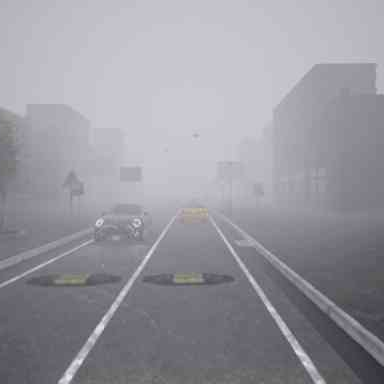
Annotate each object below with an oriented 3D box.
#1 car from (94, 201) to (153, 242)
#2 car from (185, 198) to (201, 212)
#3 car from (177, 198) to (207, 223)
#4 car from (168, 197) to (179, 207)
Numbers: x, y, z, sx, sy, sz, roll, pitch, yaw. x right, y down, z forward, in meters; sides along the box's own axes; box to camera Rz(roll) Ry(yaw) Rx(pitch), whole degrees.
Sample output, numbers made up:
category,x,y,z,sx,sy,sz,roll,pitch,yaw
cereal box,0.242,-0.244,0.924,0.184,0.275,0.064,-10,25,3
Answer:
category,x,y,z,sx,sy,sz,roll,pitch,yaw
car,-3.095,1.282,15.807,2.097,1.767,4.553,0,0,0
car,0.110,1.561,41.311,1.837,1.490,4.892,0,0,0
car,0.105,1.361,24.464,1.801,1.575,5.366,0,0,0
car,-3.035,1.588,57.971,2.097,1.767,4.553,0,0,0
